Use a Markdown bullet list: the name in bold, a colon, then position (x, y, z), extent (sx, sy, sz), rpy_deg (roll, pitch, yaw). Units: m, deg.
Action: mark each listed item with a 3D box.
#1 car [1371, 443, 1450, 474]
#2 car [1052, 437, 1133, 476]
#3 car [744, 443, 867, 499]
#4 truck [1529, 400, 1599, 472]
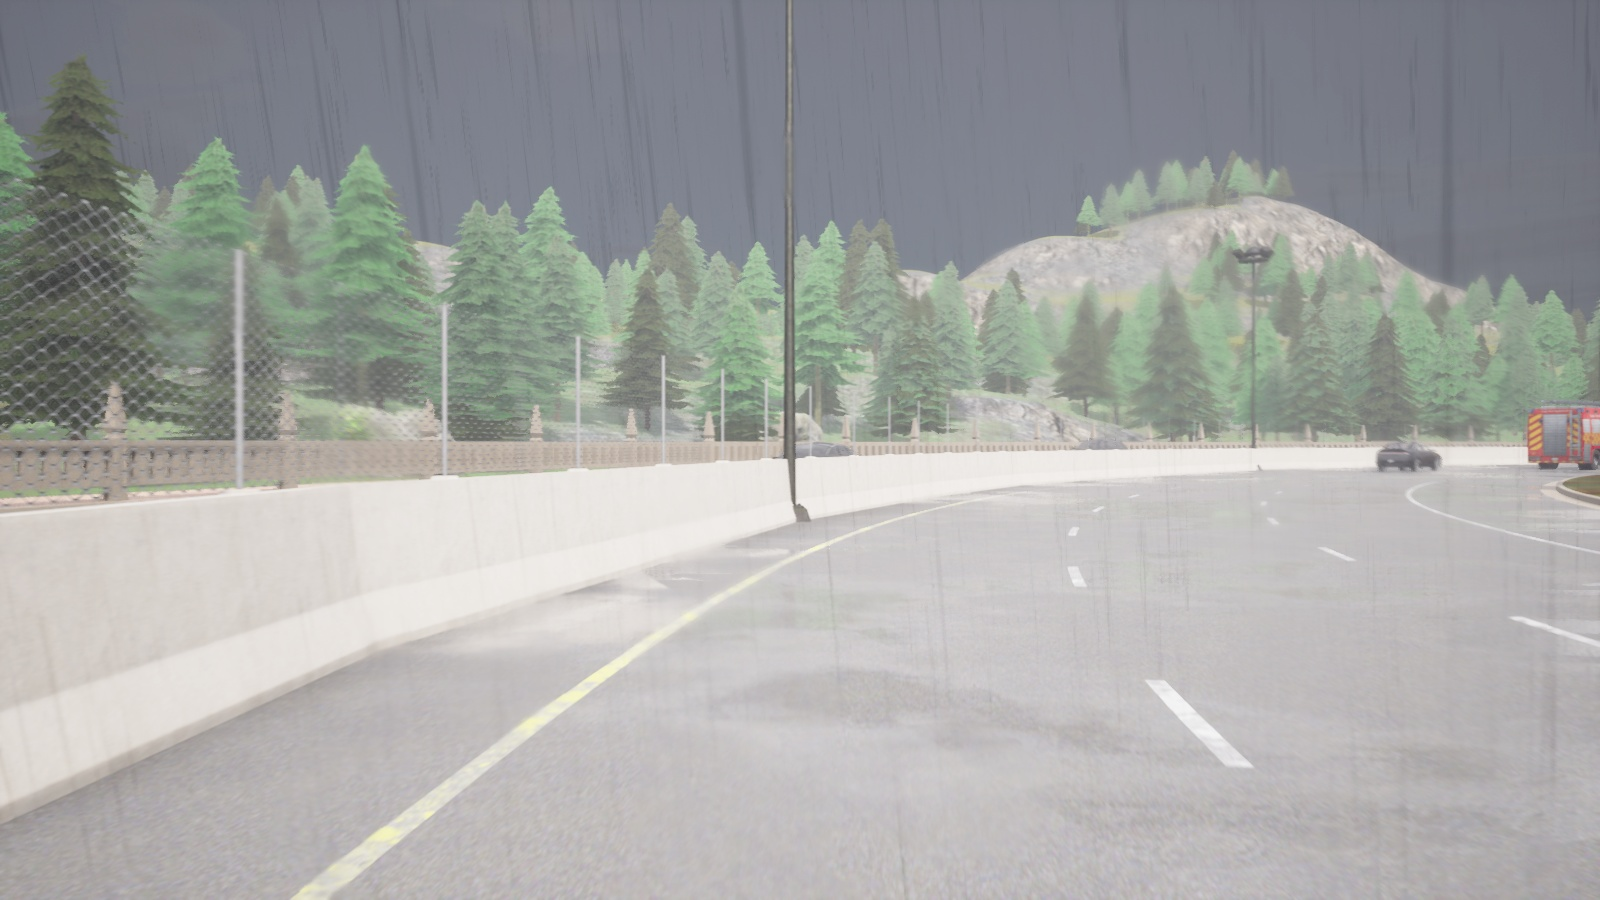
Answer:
- **car**: position (30.995, 0.383, 63.701), extent (4.902, 1.511, 2.128), rpy_deg (0, 0, -45)
- **car**: position (14.101, 0.282, 60.368), extent (2.097, 1.767, 4.553), rpy_deg (0, 0, 38)
- **car**: position (0.255, 0.548, 35.975), extent (1.837, 1.490, 4.892), rpy_deg (0, 0, 22)
- **truck**: position (44.374, -0.758, 70.408), extent (8.468, 3.827, 2.891), rpy_deg (0, 0, -36)
